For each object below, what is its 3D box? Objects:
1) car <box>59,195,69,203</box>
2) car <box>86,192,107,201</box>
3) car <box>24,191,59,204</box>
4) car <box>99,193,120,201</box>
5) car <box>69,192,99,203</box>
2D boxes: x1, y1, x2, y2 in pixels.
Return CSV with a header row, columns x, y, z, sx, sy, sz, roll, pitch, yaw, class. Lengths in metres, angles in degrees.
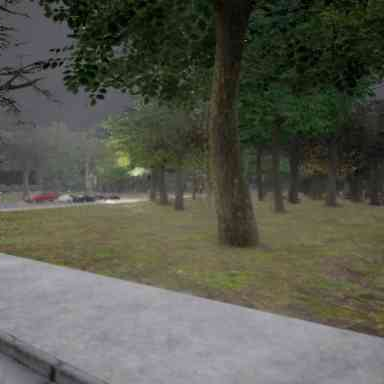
x,y,z,sx,sy,sz,roll,pitch,yaw,class
-21.696,1.203,58.523,1.812,1.442,4.674,0,0,13,car
-19.524,0.859,68.295,2.097,1.767,4.553,0,0,12,car
-25.605,0.911,56.066,2.150,2.045,5.566,0,1,13,car
-16.345,1.028,67.621,2.128,1.511,4.902,0,0,12,car
-18.608,1.156,57.439,1.882,1.535,5.008,0,0,13,car
